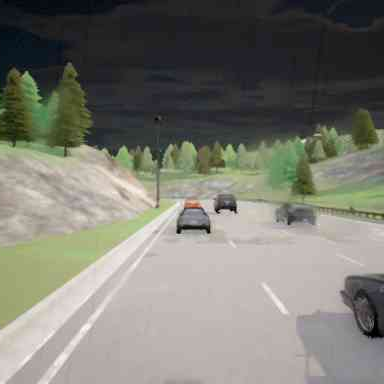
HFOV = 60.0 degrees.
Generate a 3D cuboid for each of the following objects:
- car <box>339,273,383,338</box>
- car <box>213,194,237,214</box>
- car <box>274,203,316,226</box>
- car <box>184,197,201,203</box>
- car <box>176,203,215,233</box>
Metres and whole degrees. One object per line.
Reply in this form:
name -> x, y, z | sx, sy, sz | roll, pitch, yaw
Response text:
car -> 3.579, 1.549, 3.548 | 2.033, 1.411, 5.357 | 0, 0, 0
car -> 3.584, 1.235, 36.213 | 2.150, 2.045, 5.566 | 0, 0, 0
car -> 7.088, 1.512, 23.211 | 1.837, 1.490, 4.892 | 0, -1, 0
car -> 0.080, 1.368, 42.083 | 2.097, 1.767, 4.553 | 0, 0, 0
car -> 0.092, 1.571, 19.758 | 1.994, 1.385, 4.181 | 0, 0, 0
